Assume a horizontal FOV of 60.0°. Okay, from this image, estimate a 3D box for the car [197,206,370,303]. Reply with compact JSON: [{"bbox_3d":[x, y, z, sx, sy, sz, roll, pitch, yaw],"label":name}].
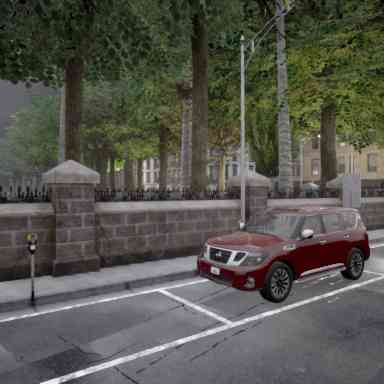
[{"bbox_3d":[2.516,1.314,8.384,5.009,1.841,2.192,0,0,-36],"label":"car"}]
